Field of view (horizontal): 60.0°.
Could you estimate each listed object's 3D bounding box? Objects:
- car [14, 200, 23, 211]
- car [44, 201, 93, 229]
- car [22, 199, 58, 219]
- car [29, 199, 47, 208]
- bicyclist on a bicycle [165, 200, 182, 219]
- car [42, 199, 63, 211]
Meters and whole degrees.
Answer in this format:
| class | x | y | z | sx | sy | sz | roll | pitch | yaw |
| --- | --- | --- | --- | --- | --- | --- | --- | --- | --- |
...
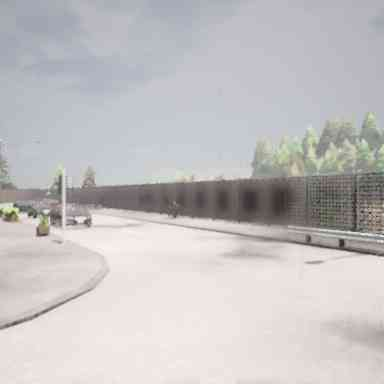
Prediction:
| class | x | y | z | sx | sy | sz | roll | pitch | yaw |
| --- | --- | --- | --- | --- | --- | --- | --- | --- | --- |
| car | -19.928 | 1.645 | 39.559 | 1.882 | 1.535 | 5.008 | 0 | 0 | -34 |
| car | -8.280 | 1.583 | 22.668 | 2.128 | 1.511 | 4.902 | 0 | 0 | -35 |
| car | -13.986 | 1.620 | 30.926 | 2.128 | 1.511 | 4.902 | 0 | 0 | -35 |
| car | -25.003 | 1.826 | 54.054 | 1.895 | 1.301 | 4.718 | 0 | 0 | -35 |
| bicyclist on a bicycle | -1.523 | 1.449 | 27.663 | 1.656 | 1.620 | 0.582 | 0 | 0 | -35 |
| car | -19.198 | 1.713 | 45.752 | 1.812 | 1.442 | 4.674 | 0 | 0 | -34 |
